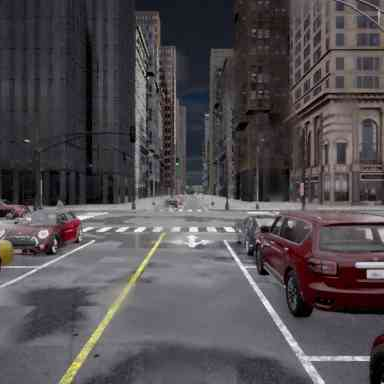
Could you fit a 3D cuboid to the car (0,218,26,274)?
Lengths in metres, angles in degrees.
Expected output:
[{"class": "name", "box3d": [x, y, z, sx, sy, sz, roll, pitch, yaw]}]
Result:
[{"class": "car", "box3d": [-5.766, 1.525, 7.210, 1.752, 1.417, 4.829, 0, 0, 0]}]

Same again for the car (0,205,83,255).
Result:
[{"class": "car", "box3d": [-5.767, 1.439, 12.982, 1.967, 1.590, 4.097, 0, 0, 0]}]

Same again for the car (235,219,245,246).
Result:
[{"class": "car", "box3d": [2.759, 1.550, 12.984, 2.008, 1.369, 4.403, 0, 0, 0]}]

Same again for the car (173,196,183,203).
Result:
[{"class": "car", "box3d": [-2.848, 1.606, 68.573, 1.895, 1.301, 4.718, 0, 0, 1]}]

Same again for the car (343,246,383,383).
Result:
[{"class": "car", "box3d": [2.759, 1.440, 1.779, 1.967, 1.590, 4.097, 0, 0, 0]}]

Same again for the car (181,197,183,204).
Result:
[{"class": "car", "box3d": [-2.934, 1.354, 58.381, 2.097, 1.767, 4.553, 0, 0, 0]}]

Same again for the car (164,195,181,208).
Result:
[{"class": "car", "box3d": [-2.981, 1.548, 48.258, 2.033, 1.411, 5.357, 0, 0, -1]}]

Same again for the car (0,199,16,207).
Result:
[{"class": "car", "box3d": [-16.339, 1.399, 28.378, 4.553, 1.767, 2.097, 0, 0, 0]}]

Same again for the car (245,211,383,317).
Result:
[{"class": "car", "box3d": [2.758, 1.314, 7.382, 2.192, 1.841, 5.009, 0, 0, 0]}]

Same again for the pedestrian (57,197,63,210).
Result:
[{"class": "pedestrian", "box3d": [-7.575, 1.134, 19.068, 0.375, 1.860, 0.375, 0, 0, 0]}]
